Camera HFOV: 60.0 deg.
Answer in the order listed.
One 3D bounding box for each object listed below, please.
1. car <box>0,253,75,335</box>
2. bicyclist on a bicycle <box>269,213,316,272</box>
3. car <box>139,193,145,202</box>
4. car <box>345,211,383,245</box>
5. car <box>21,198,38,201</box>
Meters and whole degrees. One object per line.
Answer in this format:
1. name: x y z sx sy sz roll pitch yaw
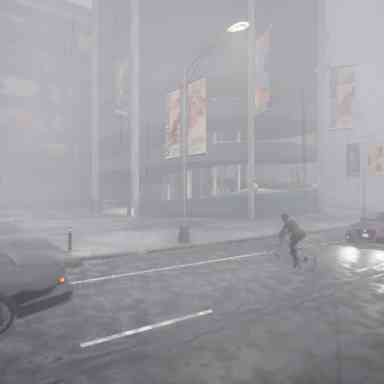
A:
1. car: -4.652 1.547 4.980 5.357 1.411 2.033 0 0 -36
2. bicyclist on a bicycle: 2.856 1.455 9.663 0.582 1.620 1.656 0 -2 -36
3. car: -11.022 1.029 63.943 2.435 2.045 5.566 0 0 -36
4. car: 8.552 1.562 14.632 4.181 1.385 1.994 0 0 -38
5. car: -25.528 1.463 52.433 1.895 1.301 4.718 0 0 -36
